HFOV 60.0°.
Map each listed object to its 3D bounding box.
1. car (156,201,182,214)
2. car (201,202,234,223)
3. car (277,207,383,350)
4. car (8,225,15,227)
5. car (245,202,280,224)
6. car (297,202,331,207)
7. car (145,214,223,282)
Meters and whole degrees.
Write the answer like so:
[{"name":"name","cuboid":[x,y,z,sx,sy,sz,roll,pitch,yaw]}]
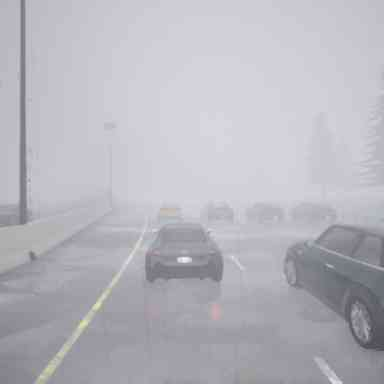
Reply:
[{"name":"car","cuboid":[-1.890,1.486,26.964,1.882,1.535,5.008,0,0,-8]},{"name":"car","cuboid":[1.855,1.493,25.238,2.128,1.511,4.902,0,0,-7]},{"name":"car","cuboid":[3.386,1.347,6.399,2.097,1.767,4.553,0,0,-2]},{"name":"car","cuboid":[-11.956,1.504,21.568,1.882,1.535,5.008,0,0,-7]},{"name":"car","cuboid":[5.399,1.499,25.143,1.837,1.490,4.892,0,0,-7]},{"name":"car","cuboid":[8.942,1.492,24.976,1.837,1.490,4.892,0,0,-7]},{"name":"car","cuboid":[-0.271,1.566,9.827,1.994,1.385,4.181,0,0,-3]}]
